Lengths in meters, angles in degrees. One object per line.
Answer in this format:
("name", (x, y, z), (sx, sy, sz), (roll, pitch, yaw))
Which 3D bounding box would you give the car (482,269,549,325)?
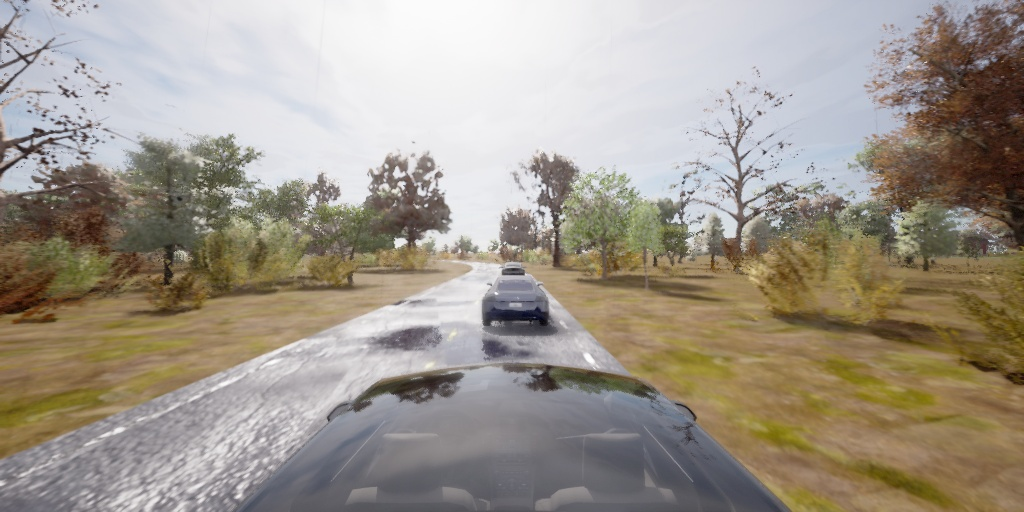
("car", (0.100, 1.315, 11.853), (1.994, 1.385, 4.181), (0, 0, 0))

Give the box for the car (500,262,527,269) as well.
("car", (0.101, 1.251, 29.343), (1.837, 1.490, 4.892), (0, 0, 0))
